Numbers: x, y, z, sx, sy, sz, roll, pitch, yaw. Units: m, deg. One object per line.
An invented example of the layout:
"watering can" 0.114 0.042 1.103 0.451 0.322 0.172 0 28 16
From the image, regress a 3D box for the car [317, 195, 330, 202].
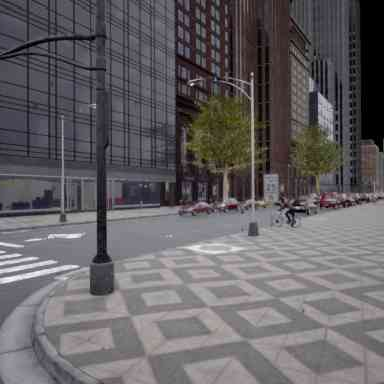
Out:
"car" 29.158 1.426 73.570 1.802 1.307 4.206 0 0 35

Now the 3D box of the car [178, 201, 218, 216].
"car" 0.408 1.524 31.743 1.802 1.307 4.206 0 0 35

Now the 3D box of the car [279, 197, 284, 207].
"car" 13.186 1.455 50.334 1.947 1.339 4.313 0 0 35

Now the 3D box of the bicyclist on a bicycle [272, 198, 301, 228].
"bicyclist on a bicycle" 5.202 1.177 18.439 1.656 1.620 0.582 -1 0 35

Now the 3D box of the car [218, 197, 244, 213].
"car" 3.601 1.366 36.390 1.967 1.590 4.097 0 0 35

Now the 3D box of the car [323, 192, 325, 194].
"car" 22.124 1.051 52.827 2.150 2.045 5.566 -1 0 35

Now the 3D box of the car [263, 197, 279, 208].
"car" 9.895 1.425 45.545 1.752 1.417 4.829 0 0 35

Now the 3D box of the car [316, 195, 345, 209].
"car" 17.013 1.377 40.852 1.887 1.381 4.507 0 0 35

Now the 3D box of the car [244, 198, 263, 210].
"car" 6.797 1.494 41.038 1.802 1.307 4.206 0 0 35

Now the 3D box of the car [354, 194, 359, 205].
"car" 23.401 1.377 50.145 1.947 1.339 4.313 0 0 35

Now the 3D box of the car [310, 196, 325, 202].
"car" 25.964 1.417 68.924 1.947 1.339 4.313 0 0 35

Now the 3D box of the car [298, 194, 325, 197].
"car" 14.802 1.345 42.169 2.128 1.511 4.902 -1 0 34

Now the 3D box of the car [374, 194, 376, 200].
"car" 36.273 1.302 68.873 1.752 1.417 4.829 -1 0 35

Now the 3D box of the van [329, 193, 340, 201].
"van" 35.544 1.185 82.867 1.690 1.788 3.998 -1 0 35

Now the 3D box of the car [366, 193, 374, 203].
"car" 32.982 1.099 64.087 2.192 1.841 5.009 0 0 35

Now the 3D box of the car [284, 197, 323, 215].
"car" 10.625 1.424 31.557 1.947 1.339 4.313 0 0 35

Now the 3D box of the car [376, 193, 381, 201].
"car" 42.565 1.358 78.027 1.802 1.307 4.206 -1 0 35

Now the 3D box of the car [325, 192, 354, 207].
"car" 20.206 1.136 45.500 2.192 1.841 5.009 0 0 35

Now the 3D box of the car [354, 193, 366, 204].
"car" 26.594 1.117 54.793 2.192 1.841 5.009 0 0 35
